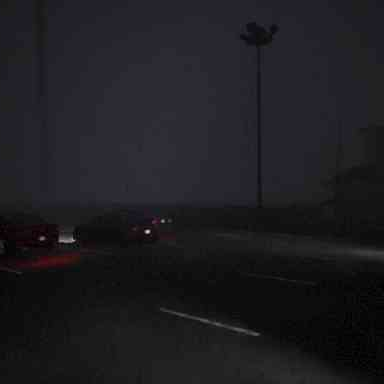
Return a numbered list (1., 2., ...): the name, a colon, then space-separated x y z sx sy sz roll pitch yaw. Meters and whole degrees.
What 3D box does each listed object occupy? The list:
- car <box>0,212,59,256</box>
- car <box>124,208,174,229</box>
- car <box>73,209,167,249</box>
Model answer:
1. car: -7.511 1.577 13.655 5.008 1.535 1.882 -1 0 36
2. car: -3.614 1.648 19.470 5.357 1.411 2.033 -1 0 36
3. car: -3.491 1.645 15.085 4.181 1.385 1.994 -1 0 36
